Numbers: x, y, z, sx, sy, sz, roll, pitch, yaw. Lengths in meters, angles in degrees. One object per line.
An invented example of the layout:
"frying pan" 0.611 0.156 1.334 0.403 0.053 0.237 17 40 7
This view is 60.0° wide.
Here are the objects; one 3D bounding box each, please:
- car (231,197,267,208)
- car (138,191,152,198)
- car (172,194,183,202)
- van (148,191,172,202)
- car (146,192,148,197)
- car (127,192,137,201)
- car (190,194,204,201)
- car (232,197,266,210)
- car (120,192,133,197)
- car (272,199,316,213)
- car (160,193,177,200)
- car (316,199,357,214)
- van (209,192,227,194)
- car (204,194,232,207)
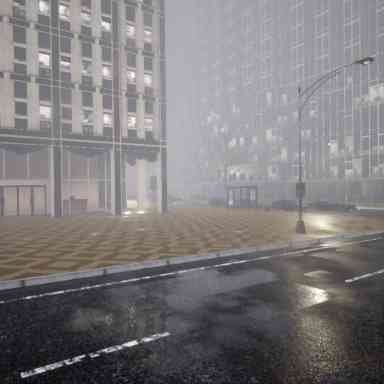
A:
"car" 7.443 1.333 43.898 1.895 1.301 4.718 -1 1 -34
"car" -11.597 0.686 81.901 1.967 1.590 4.097 0 1 -34
"car" -3.645 1.098 60.196 2.033 1.411 5.357 -1 1 -34
"van" -5.648 0.937 58.413 1.690 1.788 3.998 0 1 -34
"car" -8.382 0.615 77.213 2.192 1.841 5.009 0 1 -34
"car" -12.078 1.040 67.790 2.008 1.369 4.403 0 1 -34
"car" 1.263 1.044 63.155 1.802 1.307 4.206 0 1 -34
"car" 7.119 1.388 39.607 1.802 1.307 4.206 0 1 -34
"car" -18.027 0.689 91.275 2.008 1.369 4.403 0 1 -34
"car" 10.320 1.424 34.908 1.947 1.339 4.313 0 1 -34
"car" -5.167 0.936 72.529 1.802 1.307 4.206 0 1 -34
"car" 14.207 1.442 34.037 1.895 1.301 4.718 -1 1 -34
"van" 4.477 0.855 58.465 1.690 1.788 3.998 0 1 -34
"car" 3.952 1.320 44.327 1.947 1.339 4.313 0 1 -34
